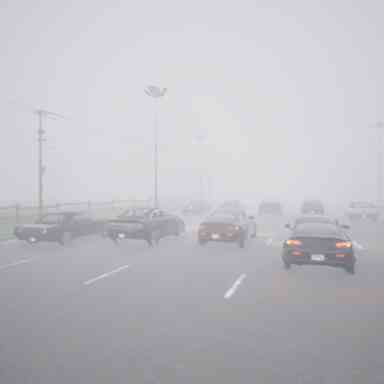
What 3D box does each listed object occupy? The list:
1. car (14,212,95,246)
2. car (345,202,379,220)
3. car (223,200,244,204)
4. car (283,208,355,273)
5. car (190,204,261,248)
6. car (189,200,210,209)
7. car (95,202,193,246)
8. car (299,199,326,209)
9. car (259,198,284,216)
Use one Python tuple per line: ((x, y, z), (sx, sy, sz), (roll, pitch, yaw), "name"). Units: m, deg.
((-5.532, 1.571, 15.231), (1.895, 1.301, 4.718), (0, 0, 20), "car")
((13.153, 1.441, 26.041), (1.895, 1.301, 4.718), (0, 0, 20), "car")
((3.868, 1.429, 31.276), (1.994, 1.385, 4.181), (0, 0, 20), "car")
((3.934, 1.468, 10.507), (1.812, 1.442, 4.674), (0, 0, 20), "car")
((1.648, 1.464, 14.536), (1.812, 1.442, 4.674), (0, 0, 20), "car")
((0.592, 1.440, 32.513), (1.994, 1.385, 4.181), (0, 0, 20), "car")
((-1.885, 1.445, 15.043), (2.128, 1.511, 4.902), (0, 0, 20), "car")
((10.278, 1.350, 28.410), (1.837, 1.490, 4.892), (0, 0, 20), "car")
((7.366, 1.328, 30.670), (1.882, 1.535, 5.008), (0, 0, 20), "car")
